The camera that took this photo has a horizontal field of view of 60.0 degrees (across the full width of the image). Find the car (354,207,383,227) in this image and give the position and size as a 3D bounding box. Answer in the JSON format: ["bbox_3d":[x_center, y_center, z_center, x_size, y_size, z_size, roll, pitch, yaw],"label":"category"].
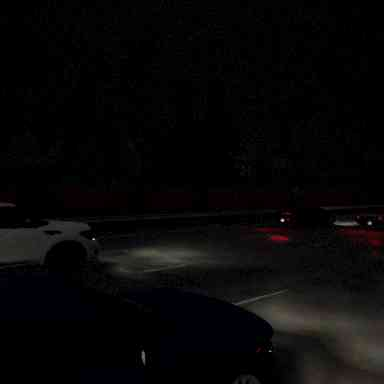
[{"bbox_3d":[12.602,1.601,21.526,4.718,1.301,1.895,0,0,-36],"label":"car"}]

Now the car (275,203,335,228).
[{"bbox_3d":[7.618,1.505,22.233,4.892,1.490,1.837,0,0,-36],"label":"car"}]

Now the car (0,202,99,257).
[{"bbox_3d":[-5.300,1.219,8.565,5.566,2.045,2.150,0,0,-36],"label":"car"}]

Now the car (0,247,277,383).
[{"bbox_3d":[-1.409,1.478,2.742,5.008,1.535,1.882,0,0,-36],"label":"car"}]
